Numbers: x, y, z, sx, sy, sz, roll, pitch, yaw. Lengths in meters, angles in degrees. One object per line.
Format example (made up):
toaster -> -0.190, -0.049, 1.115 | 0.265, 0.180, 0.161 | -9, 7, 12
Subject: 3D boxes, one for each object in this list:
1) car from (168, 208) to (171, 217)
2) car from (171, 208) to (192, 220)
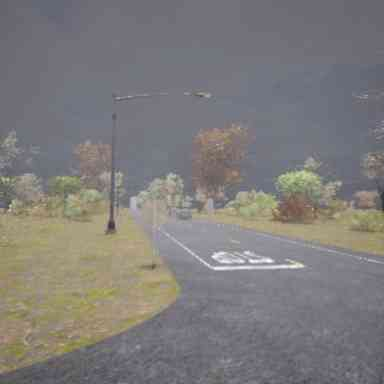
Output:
car -> -3.139, 3.525, 57.659 | 1.837, 1.490, 4.892 | 1, -2, -11
car -> -1.177, 3.173, 47.850 | 2.128, 1.511, 4.902 | 1, -2, -11
